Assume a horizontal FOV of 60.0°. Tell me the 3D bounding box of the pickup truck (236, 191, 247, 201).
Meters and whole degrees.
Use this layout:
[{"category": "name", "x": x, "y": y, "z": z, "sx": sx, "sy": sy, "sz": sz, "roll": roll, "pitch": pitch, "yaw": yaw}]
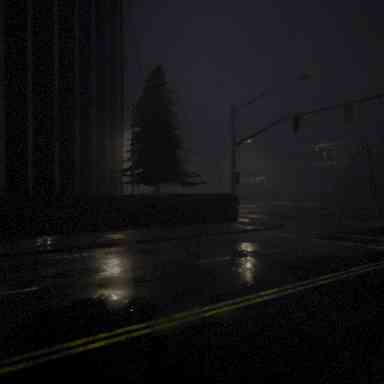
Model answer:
[{"category": "pickup truck", "x": 9.507, "y": 0.835, "z": 68.395, "sx": 2.390, "sy": 2.098, "sz": 6.274, "roll": 0, "pitch": 0, "yaw": -6}]
